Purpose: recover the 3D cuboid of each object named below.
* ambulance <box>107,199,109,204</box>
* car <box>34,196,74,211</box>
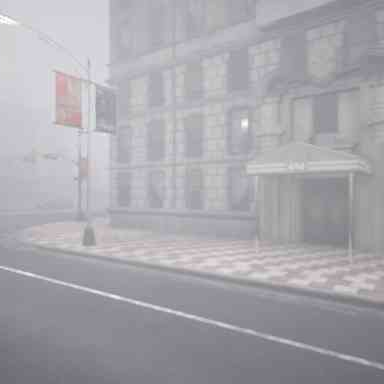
[{"bbox_3d":[-11.304,1.113,56.029,2.351,2.431,6.366,0,0,36],"label":"ambulance"},{"bbox_3d":[-17.292,1.432,41.779,2.097,1.767,4.553,0,0,36],"label":"car"}]
